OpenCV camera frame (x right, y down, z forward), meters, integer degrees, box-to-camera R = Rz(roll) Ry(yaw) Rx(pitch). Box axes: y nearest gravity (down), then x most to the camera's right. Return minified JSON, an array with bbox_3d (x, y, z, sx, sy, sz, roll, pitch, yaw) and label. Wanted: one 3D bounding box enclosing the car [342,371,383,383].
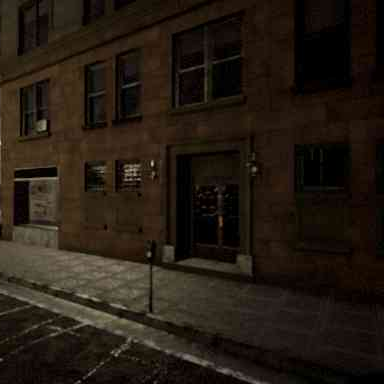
[{"bbox_3d":[2.697,1.548,1.153,4.403,1.369,2.008,0,0,36],"label":"car"}]
